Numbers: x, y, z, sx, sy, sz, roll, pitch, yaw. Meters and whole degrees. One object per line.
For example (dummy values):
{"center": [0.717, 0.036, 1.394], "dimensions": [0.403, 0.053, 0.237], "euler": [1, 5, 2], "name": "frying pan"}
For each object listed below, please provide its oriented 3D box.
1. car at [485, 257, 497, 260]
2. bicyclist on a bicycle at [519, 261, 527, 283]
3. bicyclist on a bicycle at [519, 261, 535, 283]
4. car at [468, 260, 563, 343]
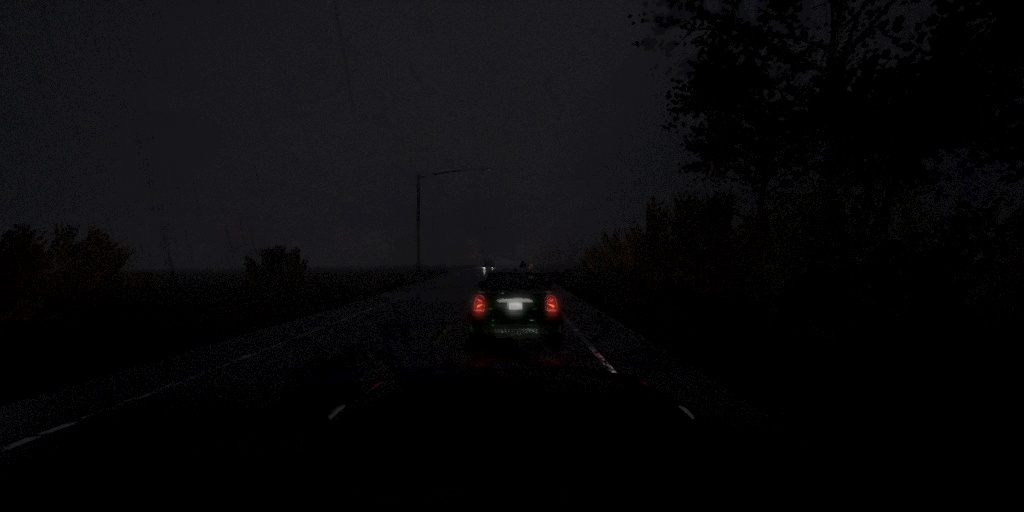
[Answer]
{"center": [-4.094, 1.239, 63.690], "dimensions": [1.837, 1.490, 4.892], "euler": [0, 0, 0], "name": "car"}
{"center": [0.839, 1.193, 27.269], "dimensions": [0.582, 1.620, 1.656], "euler": [0, 0, 0], "name": "bicyclist on a bicycle"}
{"center": [0.903, 1.181, 17.152], "dimensions": [0.866, 1.612, 1.509], "euler": [0, 0, 0], "name": "bicyclist on a bicycle"}
{"center": [0.072, 1.099, 9.808], "dimensions": [2.097, 1.767, 4.553], "euler": [0, 0, 0], "name": "car"}
